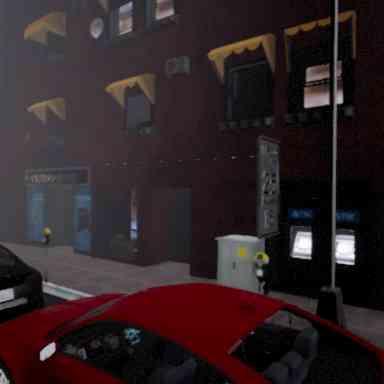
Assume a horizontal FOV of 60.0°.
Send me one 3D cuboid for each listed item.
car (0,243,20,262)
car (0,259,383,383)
[{"bbox_3d":[-4.472,1.576,6.144,4.313,1.339,1.947,0,1,36],"label":"car"},{"bbox_3d":[-0.180,1.551,2.998,4.507,1.381,1.887,0,1,36],"label":"car"}]
